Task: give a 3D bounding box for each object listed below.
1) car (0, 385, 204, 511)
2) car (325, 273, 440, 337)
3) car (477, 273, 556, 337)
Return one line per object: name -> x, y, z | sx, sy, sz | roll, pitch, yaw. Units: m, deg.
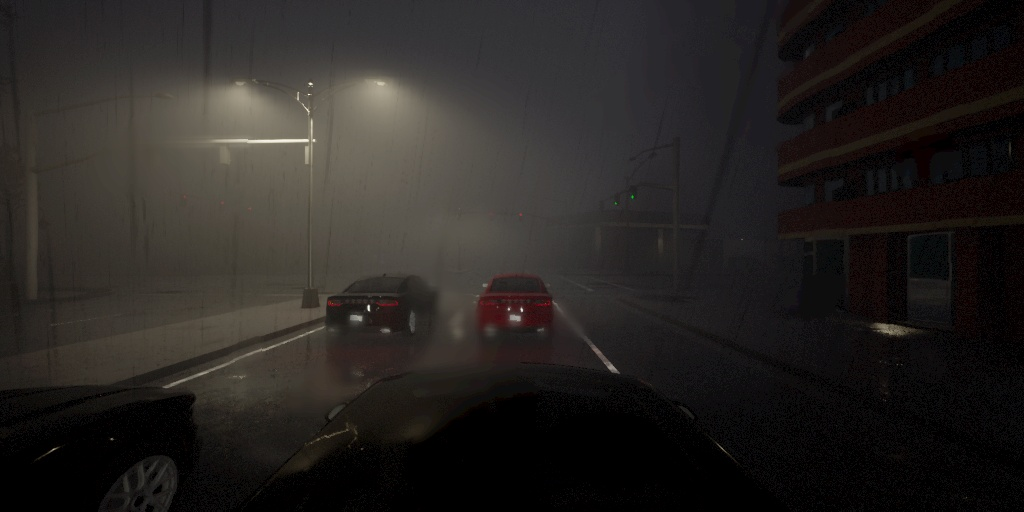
car -> -3.409, 1.228, 0.793 | 1.882, 1.535, 5.008 | 0, 0, 0
car -> -3.385, 1.228, 10.367 | 1.882, 1.535, 5.008 | 0, 0, 0
car -> 0.120, 1.228, 10.377 | 1.882, 1.535, 5.008 | 0, 0, 1
